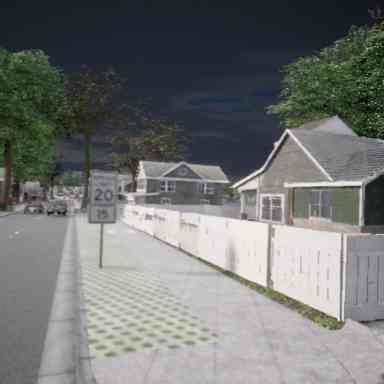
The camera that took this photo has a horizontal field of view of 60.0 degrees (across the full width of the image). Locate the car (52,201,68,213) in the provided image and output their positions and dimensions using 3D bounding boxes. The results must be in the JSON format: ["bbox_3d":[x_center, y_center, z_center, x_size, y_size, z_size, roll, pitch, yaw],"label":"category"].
[{"bbox_3d":[-18.963,2.059,47.847,1.837,1.490,4.892,2,-1,-19],"label":"car"}]

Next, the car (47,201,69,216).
[{"bbox_3d":[-15.376,2.051,37.933,1.895,1.301,4.718,2,-1,-19],"label":"car"}]

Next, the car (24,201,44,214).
[{"bbox_3d":[-19.466,1.872,41.079,2.128,1.511,4.902,2,-1,-20],"label":"car"}]
